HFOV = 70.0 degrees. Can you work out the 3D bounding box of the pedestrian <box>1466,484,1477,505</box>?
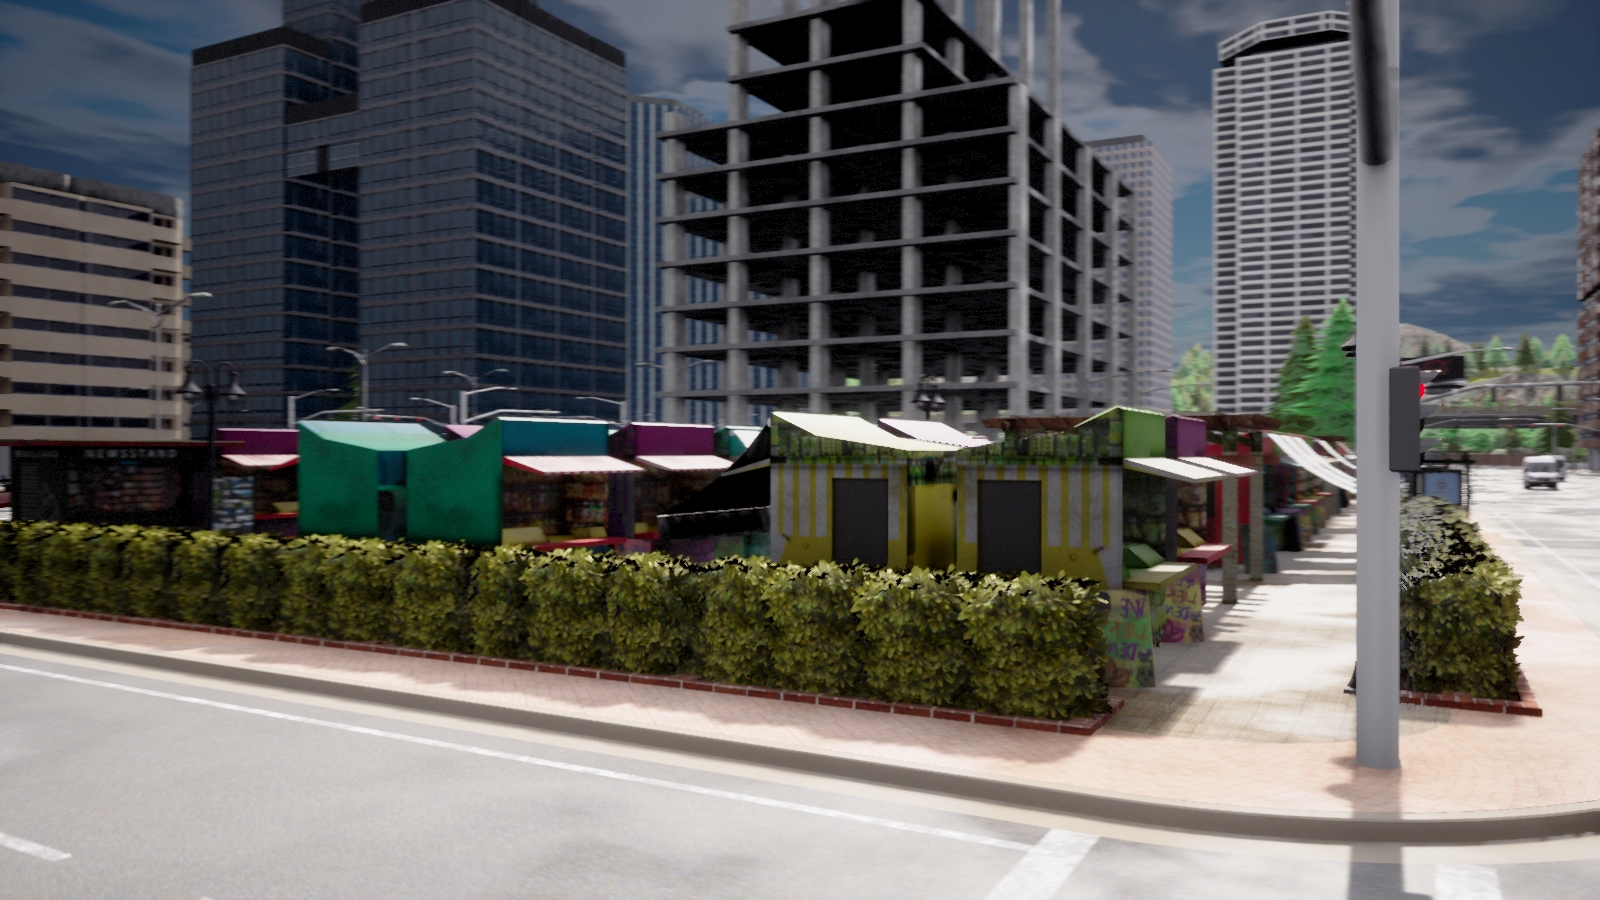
[{"bbox_3d":[36.391,2.395,61.927,0.500,1.100,0.500,0,0,33],"label":"pedestrian"}]
